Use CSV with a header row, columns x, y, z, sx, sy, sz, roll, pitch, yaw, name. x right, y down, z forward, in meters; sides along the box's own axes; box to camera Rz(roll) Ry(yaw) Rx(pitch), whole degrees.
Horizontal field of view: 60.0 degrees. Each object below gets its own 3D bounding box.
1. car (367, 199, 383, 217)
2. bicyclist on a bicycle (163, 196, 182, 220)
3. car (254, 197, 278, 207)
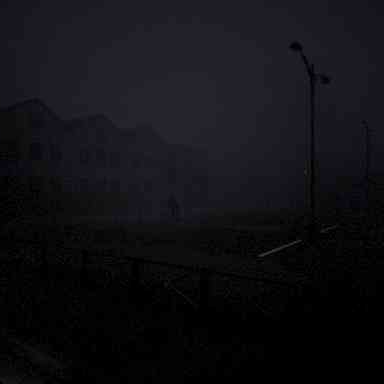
x,y,z,sx,sy,sz,roll,pitch,yaw,name
15.442,1.298,26.798,2.007,1.523,4.514,0,0,35,car
-1.376,1.109,23.031,1.656,1.620,0.582,0,0,35,bicyclist on a bicycle
10.440,1.356,46.668,2.033,1.411,5.357,0,0,32,car
